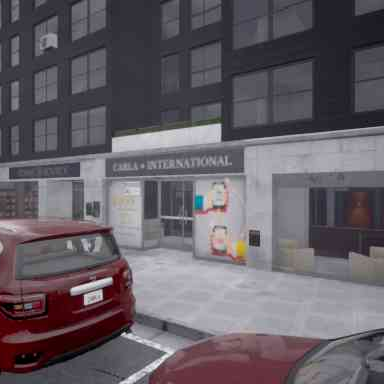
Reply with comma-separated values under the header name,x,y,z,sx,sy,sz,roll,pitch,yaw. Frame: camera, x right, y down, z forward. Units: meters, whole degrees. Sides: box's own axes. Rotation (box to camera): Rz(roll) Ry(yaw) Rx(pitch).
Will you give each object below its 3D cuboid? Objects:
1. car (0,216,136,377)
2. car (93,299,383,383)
name,x,y,z,sx,sy,sz,roll,pitch,yaw
car,-3.099,1.314,5.281,5.009,1.841,2.192,0,0,35
car,1.513,1.582,1.999,4.206,1.307,1.802,0,0,35
